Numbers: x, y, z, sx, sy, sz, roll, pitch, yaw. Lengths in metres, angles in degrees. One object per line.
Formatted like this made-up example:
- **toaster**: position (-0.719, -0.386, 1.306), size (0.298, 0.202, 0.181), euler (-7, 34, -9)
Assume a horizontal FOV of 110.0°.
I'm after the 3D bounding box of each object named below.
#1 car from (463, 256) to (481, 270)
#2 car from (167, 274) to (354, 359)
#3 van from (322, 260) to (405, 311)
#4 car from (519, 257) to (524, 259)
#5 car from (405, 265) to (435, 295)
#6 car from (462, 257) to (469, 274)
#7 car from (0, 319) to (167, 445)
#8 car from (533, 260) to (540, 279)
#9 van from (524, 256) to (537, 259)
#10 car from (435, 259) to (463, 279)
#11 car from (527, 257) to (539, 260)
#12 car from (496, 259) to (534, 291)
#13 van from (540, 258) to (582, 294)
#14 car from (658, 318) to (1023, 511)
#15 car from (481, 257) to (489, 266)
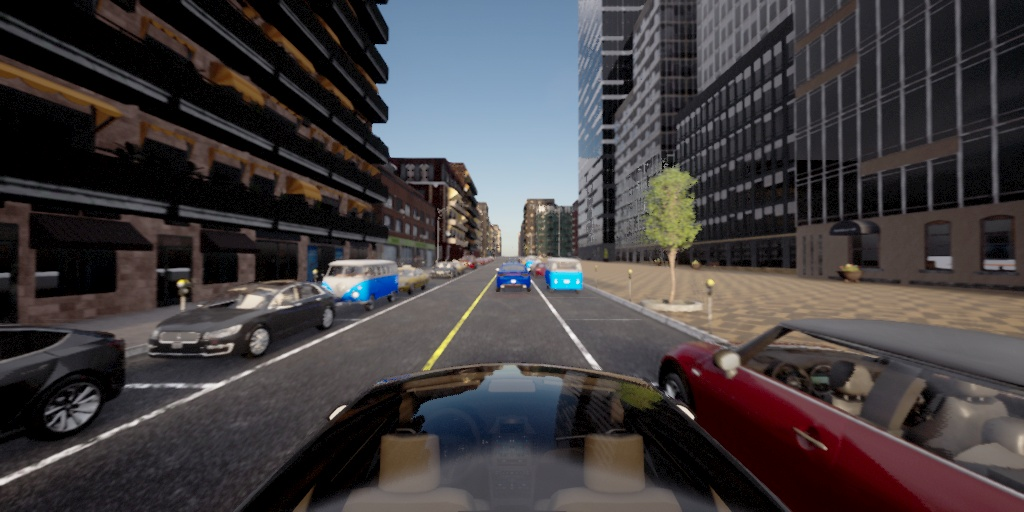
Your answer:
- **car**: position (-5.729, 0.864, 47.262), size (2.192, 1.841, 5.009), euler (0, 0, 0)
- **car**: position (-5.695, 1.273, 8.274), size (2.007, 1.370, 4.403), euler (0, 0, 0)
- **van**: position (-5.699, 1.039, 13.845), size (1.690, 1.789, 3.998), euler (0, 0, 0)
- **car**: position (0.064, 1.089, 38.945), size (1.837, 1.490, 4.892), euler (0, 0, 0)
- **car**: position (-5.704, 1.198, 19.244), size (1.751, 1.417, 4.829), euler (0, 0, 0)
- **car**: position (-5.719, 1.123, 35.953), size (1.751, 1.417, 4.829), euler (0, 0, 0)
- **car**: position (-5.690, 1.314, 2.705), size (1.948, 1.339, 4.313), euler (0, 0, 0)
- **car**: position (2.667, 1.202, 30.559), size (1.802, 1.307, 4.207), euler (0, 0, 0)
- **van**: position (2.652, 0.887, 47.269), size (1.690, 1.789, 3.998), euler (0, 0, 0)
- **car**: position (-5.714, 1.173, 30.552), size (2.007, 1.370, 4.403), euler (0, 0, 0)
- **car**: position (2.662, 1.120, 36.298), size (1.751, 1.417, 4.829), euler (0, 0, 0)
- **car**: position (0.081, 1.140, 21.149), size (1.882, 1.535, 5.008), euler (0, 0, 0)
- **van**: position (2.677, 1.010, 19.421), size (1.690, 1.789, 3.998), euler (0, 0, 0)
- **car**: position (2.691, 1.184, 2.711), size (1.967, 1.591, 4.097), euler (0, 0, 0)
- **car**: position (-5.744, 1.023, 63.970), size (1.888, 1.381, 4.507), euler (0, 0, 0)
